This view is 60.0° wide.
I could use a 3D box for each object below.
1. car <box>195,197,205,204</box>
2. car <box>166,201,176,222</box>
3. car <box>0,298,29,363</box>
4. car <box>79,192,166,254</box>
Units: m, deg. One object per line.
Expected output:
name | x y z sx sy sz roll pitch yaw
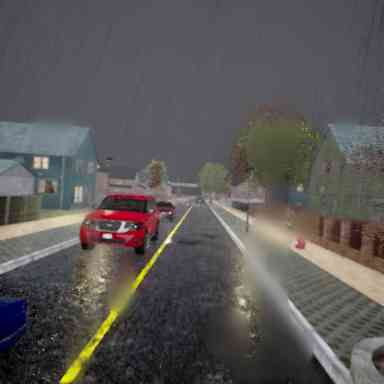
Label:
car | 1.706 1.839 71.262 1.812 1.442 4.674 4 0 1
car | -2.263 1.462 26.461 1.812 1.442 4.674 4 0 2
car | -2.998 1.383 1.734 1.895 1.301 4.718 4 0 4
car | -2.585 1.075 13.340 2.150 2.045 5.566 4 0 2
